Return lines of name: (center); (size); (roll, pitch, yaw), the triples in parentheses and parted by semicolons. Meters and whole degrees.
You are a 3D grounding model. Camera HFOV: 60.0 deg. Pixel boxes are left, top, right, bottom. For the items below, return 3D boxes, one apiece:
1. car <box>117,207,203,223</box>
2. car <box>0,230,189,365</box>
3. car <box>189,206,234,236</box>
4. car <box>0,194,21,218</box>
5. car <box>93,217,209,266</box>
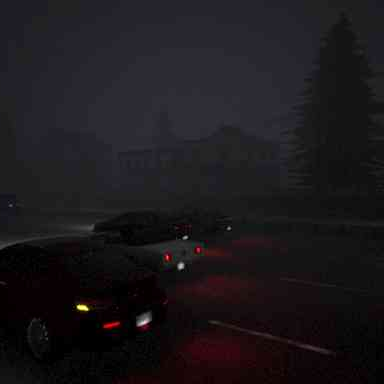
car: (-2.199, 1.505, 14.167); (4.892, 1.490, 1.837); (0, 0, 36)
car: (-2.513, 1.526, 5.789); (4.674, 1.442, 1.812); (0, 0, 36)
car: (-0.221, 1.491, 17.054); (4.902, 1.511, 2.128); (0, 0, 36)
car: (-17.285, 1.223, 29.240); (5.566, 2.045, 2.150); (0, 0, 36)
car: (-2.080, 1.601, 9.780); (4.718, 1.301, 1.895); (0, 0, 36)
